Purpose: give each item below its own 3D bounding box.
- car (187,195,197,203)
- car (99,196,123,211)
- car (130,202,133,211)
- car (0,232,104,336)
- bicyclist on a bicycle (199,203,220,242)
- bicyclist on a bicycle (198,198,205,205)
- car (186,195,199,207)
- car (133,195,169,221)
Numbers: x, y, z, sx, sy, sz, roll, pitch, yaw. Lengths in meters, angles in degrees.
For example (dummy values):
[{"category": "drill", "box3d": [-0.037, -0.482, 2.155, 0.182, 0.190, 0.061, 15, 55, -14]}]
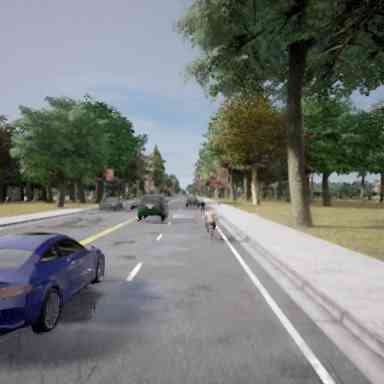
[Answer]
[{"category": "car", "box3d": [-0.020, 1.485, 73.682, 2.097, 1.767, 4.553, 0, 0, 0]}, {"category": "car", "box3d": [-9.846, 1.406, 40.795, 2.097, 1.767, 4.553, 0, 0, 0]}, {"category": "car", "box3d": [-6.598, 1.604, 42.242, 2.033, 1.411, 5.357, 0, 0, 0]}, {"category": "car", "box3d": [-3.155, 1.536, 6.669, 1.812, 1.442, 4.674, 0, 0, 0]}, {"category": "bicyclist on a bicycle", "box3d": [0.878, 1.459, 15.599, 0.866, 1.612, 1.509, 0, 0, 0]}, {"category": "bicyclist on a bicycle", "box3d": [0.882, 1.410, 29.337, 0.659, 1.776, 1.843, 0, 0, 0]}, {"category": "car", "box3d": [0.083, 1.431, 54.657, 2.097, 1.767, 4.553, 0, 0, 0]}, {"category": "car", "box3d": [-3.171, 1.259, 27.667, 2.150, 2.045, 5.566, 0, 0, 0]}]
